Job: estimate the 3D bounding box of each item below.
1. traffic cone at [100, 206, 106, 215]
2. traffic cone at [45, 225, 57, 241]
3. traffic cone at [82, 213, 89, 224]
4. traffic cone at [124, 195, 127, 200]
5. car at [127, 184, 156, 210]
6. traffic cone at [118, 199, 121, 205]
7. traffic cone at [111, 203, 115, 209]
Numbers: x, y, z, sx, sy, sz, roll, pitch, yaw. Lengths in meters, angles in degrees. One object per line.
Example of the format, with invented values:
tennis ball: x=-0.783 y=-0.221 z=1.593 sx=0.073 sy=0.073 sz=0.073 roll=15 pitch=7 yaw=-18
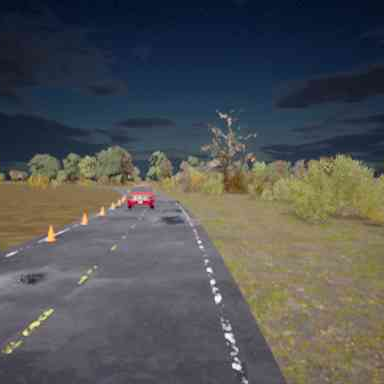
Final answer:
traffic cone: x=-6.113 y=1.275 z=22.741 sx=0.340 sy=0.580 sz=0.340 roll=0 pitch=2 yaw=-5
traffic cone: x=-5.445 y=1.570 z=12.862 sx=0.340 sy=0.580 sz=0.340 roll=0 pitch=2 yaw=-3
traffic cone: x=-5.736 y=1.423 z=17.804 sx=0.340 sy=0.580 sz=0.340 roll=0 pitch=2 yaw=-4
traffic cone: x=-7.757 y=0.830 z=37.500 sx=0.340 sy=0.580 sz=0.340 roll=0 pitch=2 yaw=-8
car: x=-4.298 y=0.361 z=28.718 sx=2.150 sy=2.045 sz=5.566 roll=0 pitch=2 yaw=-6
traffic cone: x=-7.123 y=0.979 z=32.590 sx=0.340 sy=0.580 sz=0.340 roll=0 pitch=2 yaw=-7
traffic cone: x=-6.575 y=1.127 z=27.670 sx=0.340 sy=0.580 sz=0.340 roll=0 pitch=2 yaw=-6
